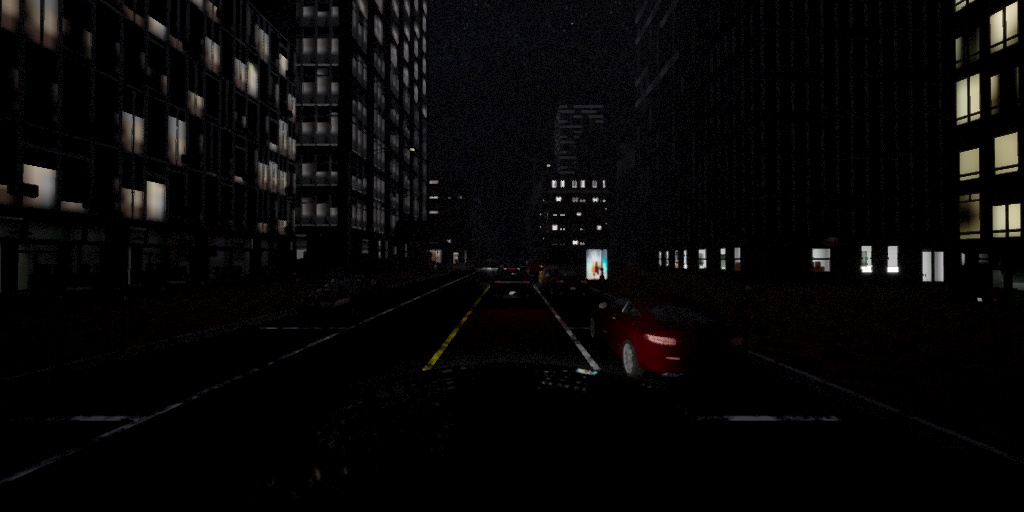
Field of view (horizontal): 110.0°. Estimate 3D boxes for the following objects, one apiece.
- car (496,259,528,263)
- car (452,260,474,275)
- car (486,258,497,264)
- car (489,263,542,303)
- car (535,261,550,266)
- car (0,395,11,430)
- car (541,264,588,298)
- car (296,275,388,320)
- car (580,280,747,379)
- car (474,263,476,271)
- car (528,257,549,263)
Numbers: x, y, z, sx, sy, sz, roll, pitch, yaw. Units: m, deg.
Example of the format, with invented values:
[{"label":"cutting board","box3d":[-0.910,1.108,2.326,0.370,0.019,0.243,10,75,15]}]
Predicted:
[{"label":"car","box3d":[0.000,1.251,31.501,2.128,1.511,4.902,0,0,0]},{"label":"car","box3d":[-5.690,1.282,40.180,1.751,1.417,4.829,0,0,0]},{"label":"car","box3d":[-3.000,1.324,62.501,1.812,1.442,4.674,0,0,0]},{"label":"car","box3d":[0.000,1.247,16.500,2.128,1.511,4.902,0,0,0]},{"label":"car","box3d":[2.691,1.278,23.840,1.751,1.417,4.829,0,0,0]},{"label":"car","box3d":[-5.690,1.273,1.262,1.751,1.417,4.829,0,0,0]},{"label":"car","box3d":[2.691,1.296,18.111,1.888,1.381,4.507,0,0,0]},{"label":"car","box3d":[-5.690,1.332,12.551,1.802,1.307,4.207,0,0,0]},{"label":"car","box3d":[2.691,1.331,6.992,1.802,1.307,4.207,0,0,0]},{"label":"car","box3d":[-5.690,1.198,45.909,1.967,1.591,4.097,0,0,0]},{"label":"car","box3d":[2.691,1.070,34.788,2.192,1.841,5.009,0,0,0]}]
